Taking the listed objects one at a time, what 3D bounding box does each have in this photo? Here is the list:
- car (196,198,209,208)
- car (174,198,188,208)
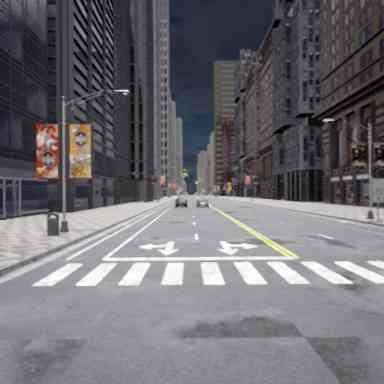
[{"bbox_3d":[1.607,1.635,51.568,2.128,1.511,4.902,0,0,0],"label":"car"},{"bbox_3d":[-1.642,1.642,51.547,1.882,1.535,5.008,0,0,0],"label":"car"}]
